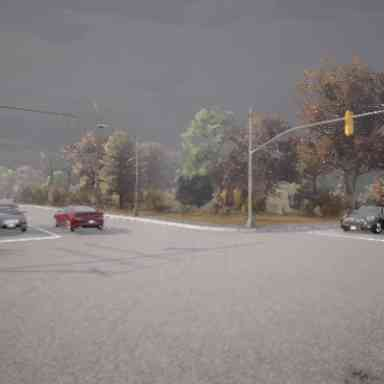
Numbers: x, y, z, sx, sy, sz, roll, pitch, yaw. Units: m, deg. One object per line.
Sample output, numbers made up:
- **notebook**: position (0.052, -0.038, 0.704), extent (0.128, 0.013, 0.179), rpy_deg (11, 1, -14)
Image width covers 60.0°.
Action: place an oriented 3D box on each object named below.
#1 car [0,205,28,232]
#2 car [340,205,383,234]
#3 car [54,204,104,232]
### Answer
- **car**: position (-11.013, 1.501, 19.504), extent (2.128, 1.511, 4.902), rpy_deg (0, 0, -37)
- **car**: position (11.296, 1.564, 20.698), extent (4.553, 1.767, 2.097), rpy_deg (2, -1, -34)
- **car**: position (-7.041, 1.503, 20.460), extent (1.882, 1.535, 5.008), rpy_deg (1, 0, -36)
